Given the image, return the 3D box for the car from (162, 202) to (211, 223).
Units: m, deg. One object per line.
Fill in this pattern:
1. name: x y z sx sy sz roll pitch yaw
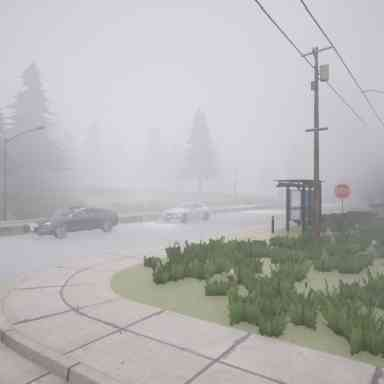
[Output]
1. car: -0.311 1.526 25.839 1.812 1.442 4.674 0 0 36

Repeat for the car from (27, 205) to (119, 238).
1. car: -6.157 1.492 17.766 2.128 1.511 4.902 0 0 36

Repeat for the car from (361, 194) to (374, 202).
1. car: 40.426 1.355 76.462 2.097 1.767 4.553 0 0 36
